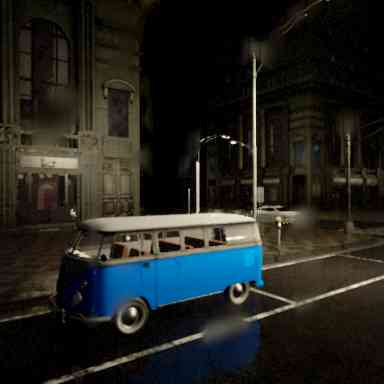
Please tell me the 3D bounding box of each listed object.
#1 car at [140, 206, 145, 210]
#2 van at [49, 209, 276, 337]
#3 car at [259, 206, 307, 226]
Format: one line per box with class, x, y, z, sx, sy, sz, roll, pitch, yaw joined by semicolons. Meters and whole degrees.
car;-8.551;2.275;46.956;2.033;1.411;5.357;0;-1;-35
van;-0.446;1.340;6.355;3.998;1.788;1.690;0;0;-36
car;6.607;1.802;25.871;1.812;1.442;4.674;0;-1;-36
